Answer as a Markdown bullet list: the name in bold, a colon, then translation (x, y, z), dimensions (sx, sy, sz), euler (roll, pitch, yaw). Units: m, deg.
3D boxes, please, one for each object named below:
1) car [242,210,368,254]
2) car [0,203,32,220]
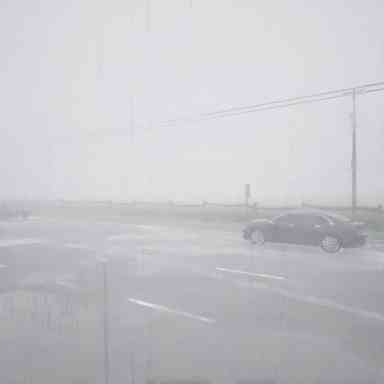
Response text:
- **car**: translation (4.448, 1.507, 13.684), dimensions (4.892, 1.490, 1.837), euler (1, 0, 36)
- **car**: translation (-15.554, 1.601, 27.933), dimensions (4.718, 1.301, 1.895), euler (0, 0, 35)
